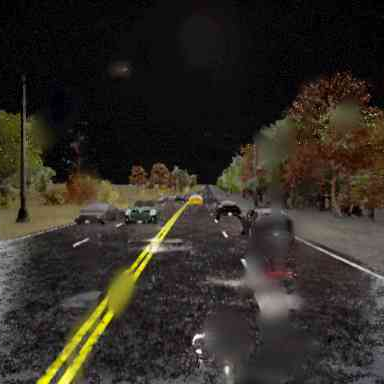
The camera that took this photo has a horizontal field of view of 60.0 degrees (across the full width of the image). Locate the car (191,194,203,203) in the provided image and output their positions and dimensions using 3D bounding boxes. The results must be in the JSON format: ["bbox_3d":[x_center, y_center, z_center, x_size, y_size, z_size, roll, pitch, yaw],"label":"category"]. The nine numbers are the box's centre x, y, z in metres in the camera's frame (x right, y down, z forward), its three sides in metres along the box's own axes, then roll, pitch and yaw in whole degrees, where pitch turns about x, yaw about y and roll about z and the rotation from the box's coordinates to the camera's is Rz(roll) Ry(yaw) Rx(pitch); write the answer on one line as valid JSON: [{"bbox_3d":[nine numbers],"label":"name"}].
[{"bbox_3d":[0.978,1.172,63.492,2.128,1.511,4.902,0,0,2],"label":"car"}]

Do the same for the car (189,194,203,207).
[{"bbox_3d":[0.564,1.251,47.734,1.882,1.535,5.008,0,1,2],"label":"car"}]

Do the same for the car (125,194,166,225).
[{"bbox_3d":[-3.214,1.253,22.906,2.097,1.767,4.553,0,0,1],"label":"car"}]

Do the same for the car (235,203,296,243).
[{"bbox_3d":[3.418,1.440,15.678,1.837,1.490,4.892,0,0,0],"label":"car"}]

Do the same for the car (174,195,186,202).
[{"bbox_3d":[-2.261,1.236,64.167,1.994,1.385,4.181,0,0,2],"label":"car"}]

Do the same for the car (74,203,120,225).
[{"bbox_3d":[-6.465,1.446,23.273,2.033,1.411,5.357,0,0,1],"label":"car"}]

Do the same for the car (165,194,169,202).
[{"bbox_3d":[-5.526,1.173,63.858,2.128,1.511,4.902,0,0,2],"label":"car"}]

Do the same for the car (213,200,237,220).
[{"bbox_3d":[2.845,1.387,27.114,1.837,1.490,4.892,0,0,1],"label":"car"}]
